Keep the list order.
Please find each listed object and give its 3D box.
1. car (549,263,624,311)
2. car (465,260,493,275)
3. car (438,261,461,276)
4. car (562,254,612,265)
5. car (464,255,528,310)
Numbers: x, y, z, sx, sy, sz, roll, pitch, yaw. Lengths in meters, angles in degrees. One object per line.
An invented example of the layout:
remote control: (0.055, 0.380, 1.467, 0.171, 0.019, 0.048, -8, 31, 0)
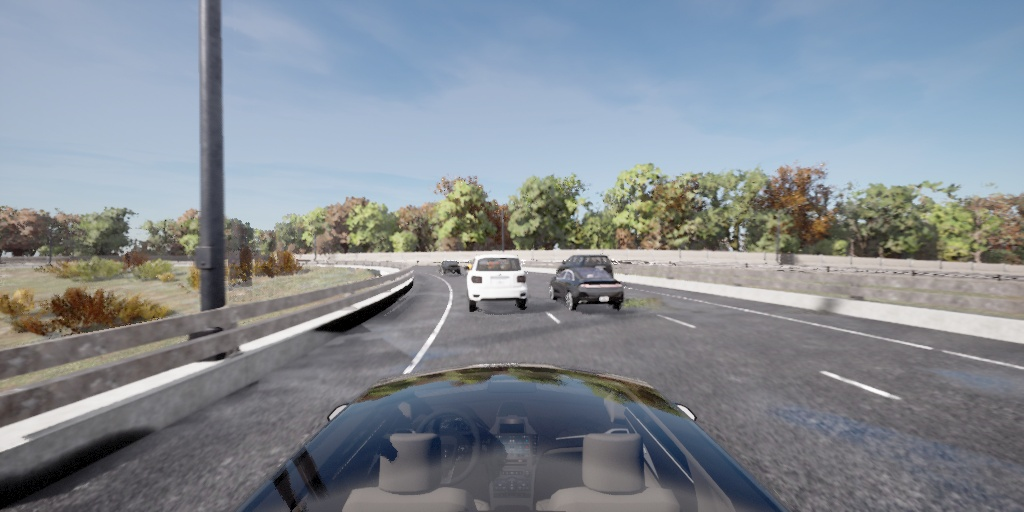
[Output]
car: (2.766, 1.210, 14.251, 2.128, 1.511, 4.902, 0, 0, -7)
car: (-3.834, 1.251, 40.955, 1.882, 1.535, 5.008, 0, 0, -21)
car: (-6.916, 1.309, 39.239, 1.837, 1.490, 4.892, 0, 0, -21)
car: (4.781, 0.917, 24.113, 2.150, 2.045, 5.566, 0, 0, -12)
car: (-0.770, 0.974, 14.921, 2.150, 2.045, 5.566, 0, 0, -8)
